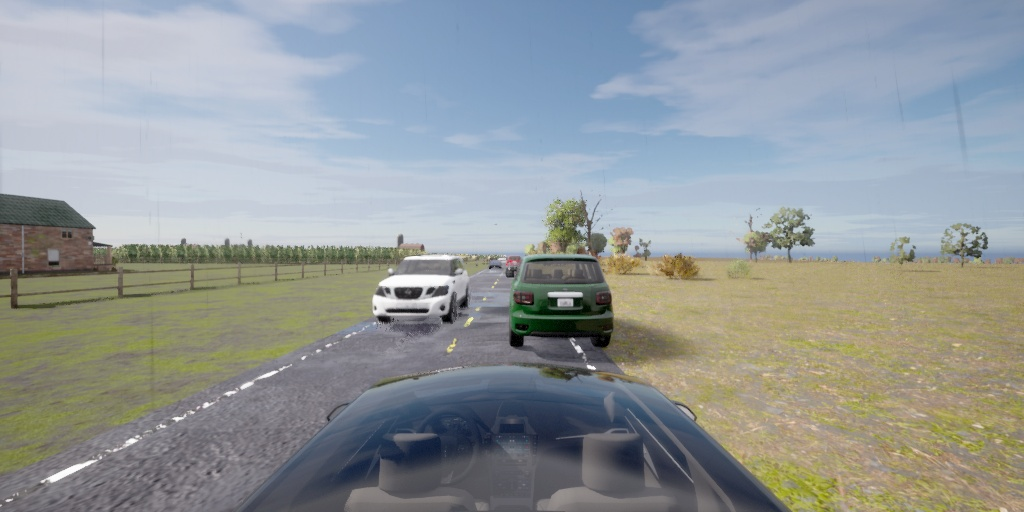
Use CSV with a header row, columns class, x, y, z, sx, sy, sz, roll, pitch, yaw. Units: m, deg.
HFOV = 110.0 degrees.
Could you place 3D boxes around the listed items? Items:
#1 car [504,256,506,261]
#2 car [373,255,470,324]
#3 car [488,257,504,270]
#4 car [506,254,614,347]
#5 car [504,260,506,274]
class,x,y,z,sx,sy,sz,roll,pitch,yaw
car,0.373,0.963,48.796,2.150,2.045,5.566,0,0,1
car,-2.770,0.969,12.283,2.150,2.045,5.566,0,0,0
car,-2.473,1.288,53.763,2.033,1.411,5.357,0,0,0
car,1.025,0.973,9.442,2.150,2.045,5.566,0,0,0
car,0.348,1.344,38.481,1.895,1.301,4.718,0,0,1
